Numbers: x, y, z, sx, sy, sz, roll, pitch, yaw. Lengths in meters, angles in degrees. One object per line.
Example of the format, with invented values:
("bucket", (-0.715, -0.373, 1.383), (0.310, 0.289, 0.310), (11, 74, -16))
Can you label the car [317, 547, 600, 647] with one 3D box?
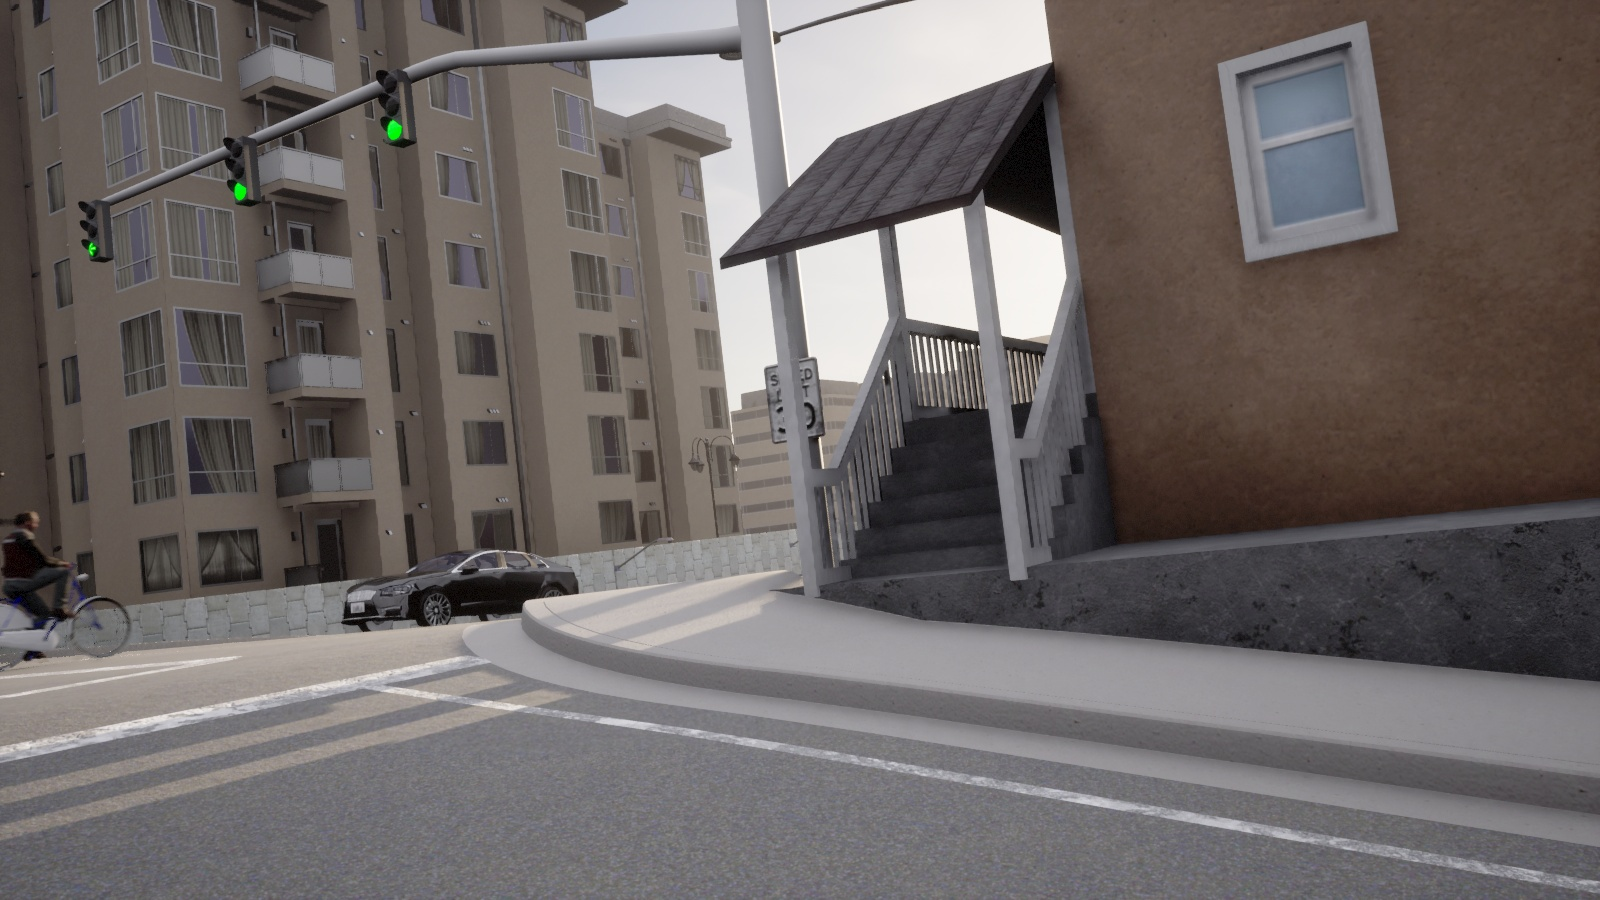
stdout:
("car", (-6.306, 2.718, 23.756), (2.128, 1.511, 4.902), (-10, -9, 33))

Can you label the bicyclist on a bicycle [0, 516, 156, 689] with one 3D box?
("bicyclist on a bicycle", (-8.471, 1.716, 14.259), (0.659, 1.776, 1.843), (-11, -5, 33))
